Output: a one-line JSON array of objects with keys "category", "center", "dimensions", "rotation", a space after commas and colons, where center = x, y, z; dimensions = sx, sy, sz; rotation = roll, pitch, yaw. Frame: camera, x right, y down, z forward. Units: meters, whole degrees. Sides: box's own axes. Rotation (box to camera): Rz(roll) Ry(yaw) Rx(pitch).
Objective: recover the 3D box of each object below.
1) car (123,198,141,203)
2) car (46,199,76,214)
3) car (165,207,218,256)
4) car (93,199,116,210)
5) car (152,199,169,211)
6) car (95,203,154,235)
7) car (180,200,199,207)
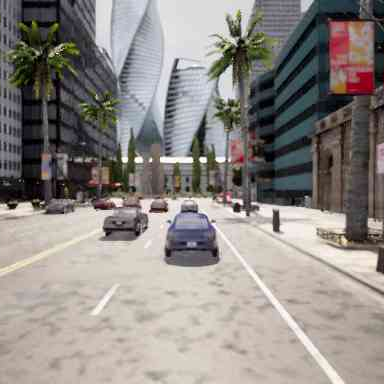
[{"category": "car", "center": [-7.521, 1.479, 41.724], "dimensions": [1.882, 1.535, 5.008], "rotation": [0, 0, 0]}, {"category": "car", "center": [-13.953, 1.487, 35.632], "dimensions": [2.231, 1.521, 4.892], "rotation": [0, 0, -1]}, {"category": "car", "center": [-0.024, 1.524, 13.032], "dimensions": [1.812, 1.442, 4.674], "rotation": [0, 0, -1]}, {"category": "car", "center": [-11.025, 1.604, 42.167], "dimensions": [1.895, 1.301, 4.718], "rotation": [0, 0, 0]}, {"category": "car", "center": [-3.804, 1.563, 39.331], "dimensions": [1.994, 1.385, 4.181], "rotation": [0, 0, -1]}, {"category": "car", "center": [-3.583, 1.548, 18.717], "dimensions": [2.033, 1.411, 5.357], "rotation": [0, 0, -1]}, {"category": "car", "center": [-0.243, 1.544, 33.697], "dimensions": [2.033, 1.411, 5.357], "rotation": [0, 0, -1]}]
